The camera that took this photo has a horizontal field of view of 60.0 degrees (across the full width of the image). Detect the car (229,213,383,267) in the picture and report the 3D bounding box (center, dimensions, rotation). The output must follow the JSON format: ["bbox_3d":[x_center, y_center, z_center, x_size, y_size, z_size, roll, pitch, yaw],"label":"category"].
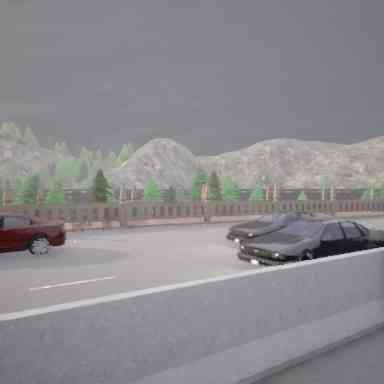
[{"bbox_3d":[4.032,1.547,10.480,5.357,1.411,2.033,0,0,-30],"label":"car"}]

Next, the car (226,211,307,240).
[{"bbox_3d":[4.131,1.547,14.550,5.357,1.411,2.033,0,0,-29],"label":"car"}]

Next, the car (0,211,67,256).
[{"bbox_3d":[-7.052,1.477,11.663,5.008,1.535,1.882,0,0,-34],"label":"car"}]
